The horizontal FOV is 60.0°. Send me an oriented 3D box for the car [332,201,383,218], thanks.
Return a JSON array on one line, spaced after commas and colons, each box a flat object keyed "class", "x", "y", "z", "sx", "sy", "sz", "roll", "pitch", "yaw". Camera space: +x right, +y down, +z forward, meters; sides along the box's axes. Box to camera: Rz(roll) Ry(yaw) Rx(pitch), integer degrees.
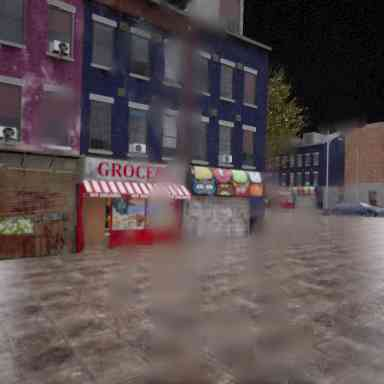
[{"class": "car", "x": 14.781, "y": 1.568, "z": 29.503, "sx": 1.812, "sy": 1.442, "sz": 4.674, "roll": 2, "pitch": -2, "yaw": -35}]
